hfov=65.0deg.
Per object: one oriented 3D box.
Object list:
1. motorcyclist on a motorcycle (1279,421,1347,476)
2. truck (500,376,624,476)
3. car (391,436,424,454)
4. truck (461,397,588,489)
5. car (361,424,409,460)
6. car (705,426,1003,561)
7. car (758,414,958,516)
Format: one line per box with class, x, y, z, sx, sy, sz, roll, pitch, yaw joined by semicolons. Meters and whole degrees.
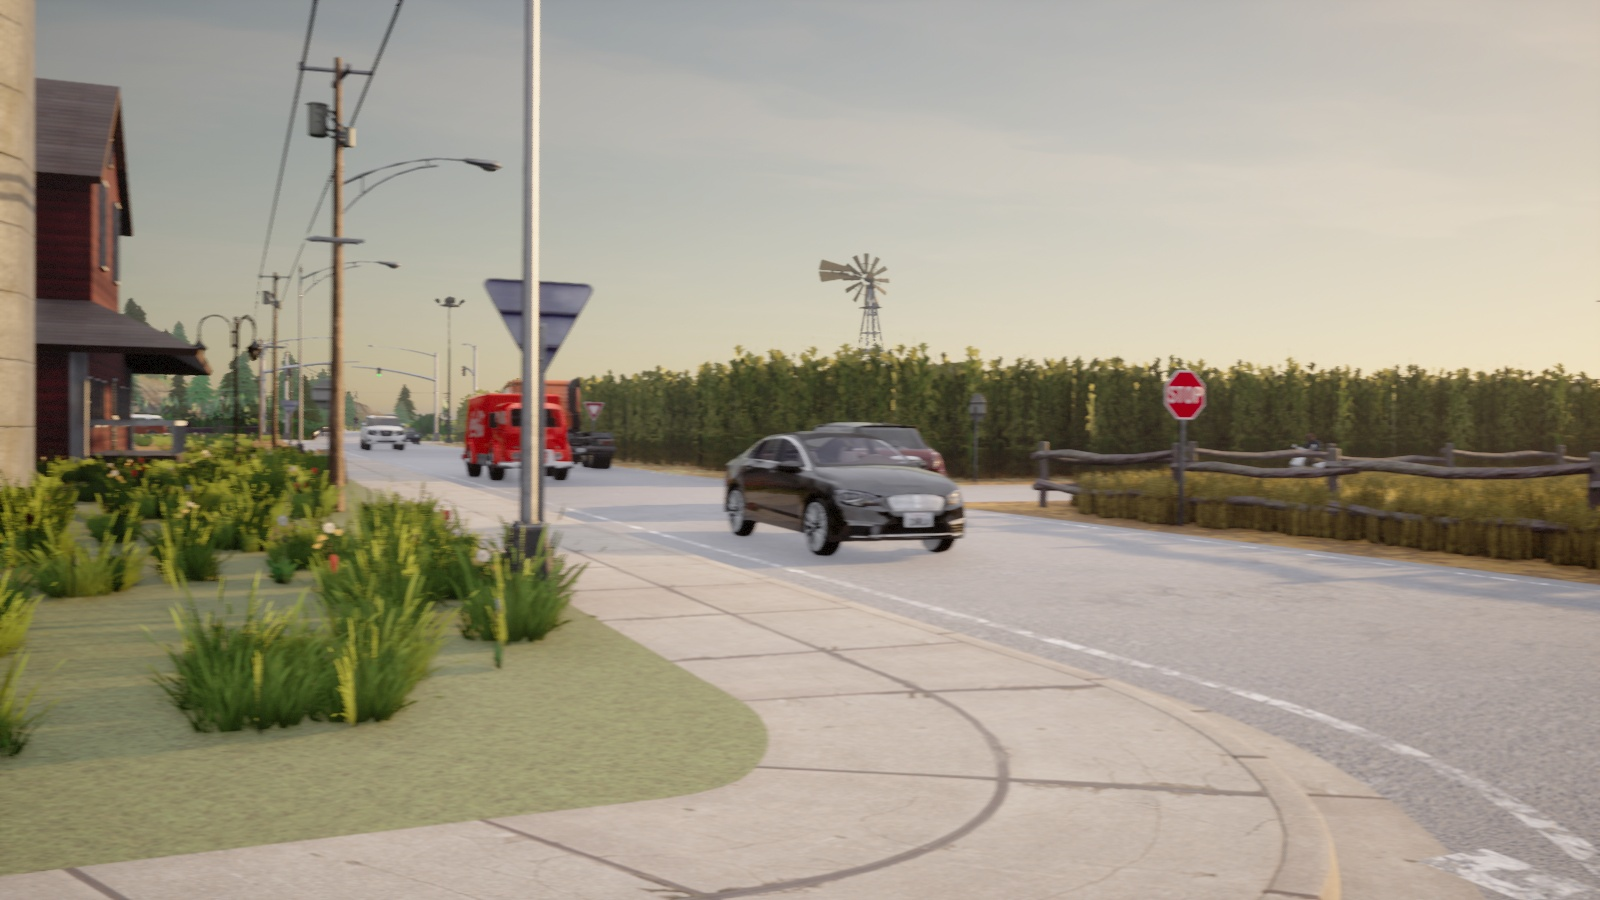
motorcyclist on a motorcycle;15.395;-0.056;37.713;1.817;1.590;0.866;-1;1;-23
truck;-9.229;-0.902;47.858;2.891;3.462;7.936;-1;1;-24
car;-29.522;-0.398;94.334;1.895;1.301;4.718;-1;1;-23
truck;-8.123;-0.226;36.608;2.627;2.467;5.204;-1;1;-24
car;-24.624;-0.491;74.354;2.150;2.045;5.566;-1;1;-24
car;0.516;0.460;16.958;2.128;1.511;4.902;-1;1;-23
car;1.001;0.229;24.501;2.097;1.767;4.553;-1;1;-24
